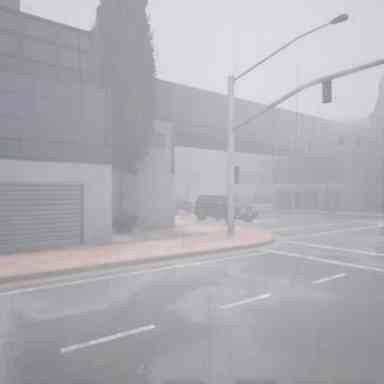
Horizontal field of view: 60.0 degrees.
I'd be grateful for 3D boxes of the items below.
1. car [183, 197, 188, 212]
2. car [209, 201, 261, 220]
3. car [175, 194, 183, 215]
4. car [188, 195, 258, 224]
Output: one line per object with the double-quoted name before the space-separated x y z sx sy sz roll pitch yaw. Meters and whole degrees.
"car" -2.075 1.233 37.116 2.150 2.045 5.566 0 0 -37
"car" 3.716 1.535 29.329 1.812 1.442 4.674 0 0 -37
"car" -3.339 1.362 32.947 2.097 1.767 4.553 0 0 -37
"car" 2.372 1.230 25.271 2.150 2.045 5.566 0 0 -37
